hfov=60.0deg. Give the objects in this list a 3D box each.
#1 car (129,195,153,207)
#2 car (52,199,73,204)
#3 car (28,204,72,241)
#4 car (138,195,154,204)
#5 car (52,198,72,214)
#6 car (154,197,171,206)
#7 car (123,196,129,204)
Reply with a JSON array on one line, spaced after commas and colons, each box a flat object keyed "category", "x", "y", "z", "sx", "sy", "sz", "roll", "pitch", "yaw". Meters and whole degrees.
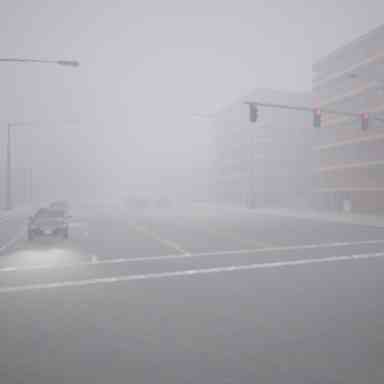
[{"category": "car", "x": -7.706, "y": 1.431, "z": 49.839, "sx": 1.882, "sy": 1.535, "sz": 5.008, "roll": 0, "pitch": 0, "yaw": -20}, {"category": "car", "x": -11.035, "y": 1.643, "z": 27.597, "sx": 1.812, "sy": 1.442, "sz": 4.674, "roll": 0, "pitch": 0, "yaw": -20}, {"category": "car", "x": -7.631, "y": 1.636, "z": 18.031, "sx": 2.128, "sy": 1.511, "sz": 4.902, "roll": 0, "pitch": 0, "yaw": -20}, {"category": "car", "x": -8.841, "y": 1.403, "z": 63.722, "sx": 2.128, "sy": 1.511, "sz": 4.902, "roll": 0, "pitch": 0, "yaw": -20}, {"category": "car", "x": -14.477, "y": 1.538, "z": 37.288, "sx": 1.882, "sy": 1.535, "sz": 5.008, "roll": 0, "pitch": 0, "yaw": -20}, {"category": "car", "x": -4.663, "y": 1.493, "z": 52.031, "sx": 1.994, "sy": 1.385, "sz": 4.181, "roll": 0, "pitch": 0, "yaw": -20}, {"category": "car", "x": -11.204, "y": 1.421, "z": 59.661, "sx": 1.837, "sy": 1.490, "sz": 4.892, "roll": 0, "pitch": 0, "yaw": -20}]
